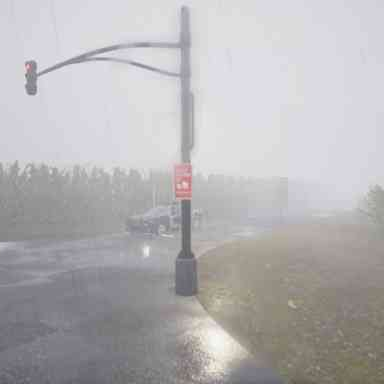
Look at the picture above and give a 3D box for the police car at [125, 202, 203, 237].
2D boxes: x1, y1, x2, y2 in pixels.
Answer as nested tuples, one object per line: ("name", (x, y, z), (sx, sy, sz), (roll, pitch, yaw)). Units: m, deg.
("police car", (-1.400, 1.377, 18.107), (1.930, 1.638, 5.238), (0, 0, 35))
